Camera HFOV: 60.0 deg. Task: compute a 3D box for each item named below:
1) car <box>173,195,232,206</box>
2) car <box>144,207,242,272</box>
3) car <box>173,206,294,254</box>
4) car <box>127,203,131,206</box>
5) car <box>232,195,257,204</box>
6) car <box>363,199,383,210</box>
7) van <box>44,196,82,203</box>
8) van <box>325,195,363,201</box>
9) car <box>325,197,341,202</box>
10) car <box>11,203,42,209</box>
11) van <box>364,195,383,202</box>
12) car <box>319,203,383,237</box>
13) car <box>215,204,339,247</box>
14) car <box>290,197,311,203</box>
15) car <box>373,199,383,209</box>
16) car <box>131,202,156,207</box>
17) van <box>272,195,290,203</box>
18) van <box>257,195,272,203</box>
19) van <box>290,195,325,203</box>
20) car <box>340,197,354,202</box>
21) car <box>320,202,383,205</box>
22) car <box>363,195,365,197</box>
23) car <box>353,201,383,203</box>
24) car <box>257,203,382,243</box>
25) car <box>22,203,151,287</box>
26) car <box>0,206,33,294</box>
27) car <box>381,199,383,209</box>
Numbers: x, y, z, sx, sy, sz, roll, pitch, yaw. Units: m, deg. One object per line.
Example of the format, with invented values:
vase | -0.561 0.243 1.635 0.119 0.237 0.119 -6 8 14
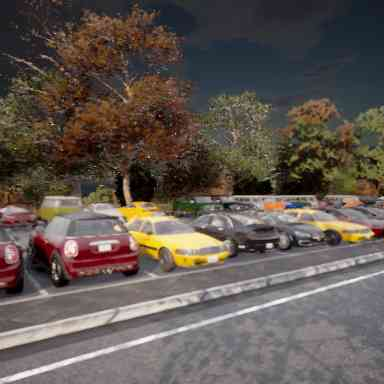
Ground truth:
car | 0.474 1.290 28.551 2.435 2.045 5.566 0 0 -35
car | -0.982 1.503 11.275 1.946 1.575 5.366 0 0 -35
car | 1.176 1.516 13.030 2.231 1.521 4.892 0 0 -35
car | -6.421 1.554 23.688 2.002 1.452 4.674 0 0 -35
car | 2.732 1.300 30.156 2.435 2.045 5.566 0 0 -35
car | 27.648 1.783 47.676 1.946 1.575 5.366 1 0 -35
van | -8.744 1.278 22.176 1.878 1.987 4.442 0 0 -35
van | 18.345 1.428 41.433 1.878 1.987 4.442 1 0 -35
car | 13.984 1.635 38.225 2.163 1.488 4.792 0 0 -35
car | -10.831 1.535 20.547 2.002 1.452 4.674 0 0 -35
van | 14.682 1.345 22.781 1.878 1.987 4.442 0 0 -35
car | 7.978 1.573 17.836 2.163 1.488 4.792 0 0 -35
car | 3.432 1.526 14.648 2.231 1.521 4.892 0 0 -35
car | 9.484 1.578 34.998 2.097 1.535 5.008 0 0 -35
car | 29.799 1.860 49.430 2.002 1.452 4.674 1 0 -35
car | -4.057 1.523 25.359 2.097 1.535 5.008 0 0 -35
van | 7.163 1.344 33.484 1.878 1.987 4.442 0 0 -35
van | 5.040 1.334 31.689 1.878 1.987 4.442 0 0 -35
van | 11.821 1.365 36.520 1.878 1.987 4.442 0 0 -36
car | 16.135 1.656 39.755 2.163 1.488 4.792 1 0 -35
car | 10.240 1.582 19.445 2.163 1.488 4.792 0 0 -35
car | 23.012 1.468 44.643 2.435 2.045 5.566 1 0 -35
car | 12.503 1.591 21.053 2.163 1.488 4.792 0 0 -35
car | 5.805 1.531 16.100 1.946 1.575 5.366 0 0 -35
car | -3.334 1.371 9.792 2.185 1.767 4.553 0 0 -35
car | -5.597 1.362 8.184 2.185 1.767 4.553 0 0 -35
car | 32.073 1.882 51.013 2.163 1.488 4.792 1 0 -35
